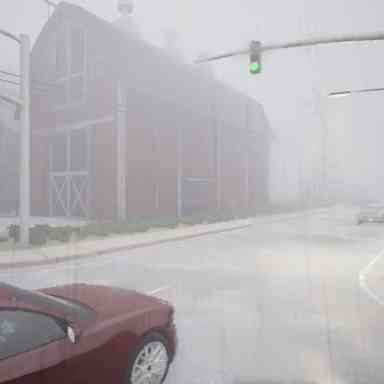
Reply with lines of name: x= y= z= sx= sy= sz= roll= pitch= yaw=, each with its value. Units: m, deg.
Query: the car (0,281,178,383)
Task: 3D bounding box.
car: x=-2.141 y=1.507 z=2.815 sx=1.882 sy=1.535 sz=5.008 roll=0 pitch=0 yaw=36

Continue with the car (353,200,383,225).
car: x=12.947 y=1.549 z=23.372 sx=1.812 sy=1.442 sz=4.674 roll=0 pitch=0 yaw=36

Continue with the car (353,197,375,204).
car: x=25.913 y=1.505 z=49.216 sx=1.837 sy=1.490 sz=4.892 roll=3 pitch=-1 yaw=-8
